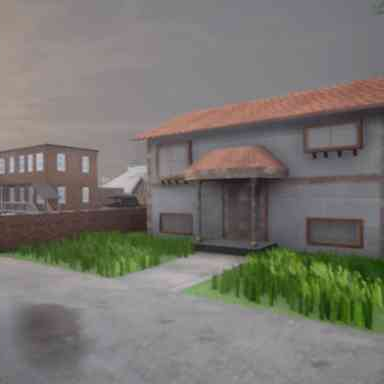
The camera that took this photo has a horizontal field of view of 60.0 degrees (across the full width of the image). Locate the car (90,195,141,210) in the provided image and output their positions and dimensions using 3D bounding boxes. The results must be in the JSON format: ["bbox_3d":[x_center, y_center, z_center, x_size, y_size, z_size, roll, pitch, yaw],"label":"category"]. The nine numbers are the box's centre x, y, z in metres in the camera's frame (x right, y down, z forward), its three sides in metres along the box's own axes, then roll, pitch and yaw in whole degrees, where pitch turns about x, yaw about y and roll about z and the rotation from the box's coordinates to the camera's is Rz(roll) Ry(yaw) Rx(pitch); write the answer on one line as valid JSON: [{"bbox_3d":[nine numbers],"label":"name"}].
[{"bbox_3d":[-5.130,1.168,22.278,3.866,1.878,1.905,-1,0,35],"label":"car"}]
